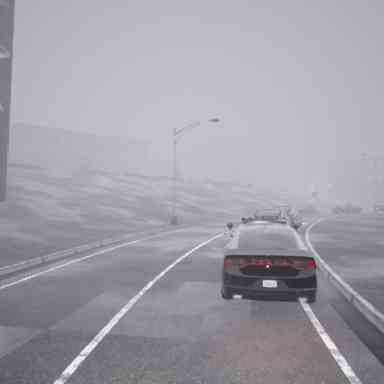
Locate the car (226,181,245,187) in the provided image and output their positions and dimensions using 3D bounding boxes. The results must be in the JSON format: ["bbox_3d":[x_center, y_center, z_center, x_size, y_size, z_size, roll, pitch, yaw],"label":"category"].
[{"bbox_3d":[7.871,-1.379,67.818,4.792,1.488,2.163,4,-6,-44],"label":"car"}]

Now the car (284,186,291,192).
[{"bbox_3d":[23.017,-0.424,83.998,2.435,2.045,5.566,-4,-6,41],"label":"car"}]

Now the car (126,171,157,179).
[{"bbox_3d":[-8.711,-2.484,52.885,4.892,1.521,2.231,3,-5,-39],"label":"car"}]

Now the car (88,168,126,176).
[{"bbox_3d":[-12.993,-2.712,49.409,4.892,1.521,2.231,3,-5,-39],"label":"car"}]

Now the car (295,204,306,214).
[{"bbox_3d":[6.391,1.680,22.935,1.837,1.490,4.892,-2,-1,25],"label":"car"}]

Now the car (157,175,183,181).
[{"bbox_3d":[-4.473,-2.191,56.454,4.674,1.452,2.002,3,-5,-40],"label":"car"}]

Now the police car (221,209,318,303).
[{"bbox_3d":[1.835,1.452,8.506,1.930,1.638,5.238,-1,0,10],"label":"police car"}]

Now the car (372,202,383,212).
[{"bbox_3d":[28.536,2.274,49.320,4.674,1.442,1.812,1,-4,-38],"label":"car"}]

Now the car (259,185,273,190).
[{"bbox_3d":[15.511,-0.840,75.630,2.231,1.521,4.892,-4,-6,44],"label":"car"}]

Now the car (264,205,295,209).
[{"bbox_3d":[4.221,1.613,17.634,1.837,1.490,4.892,-1,-1,19],"label":"car"}]

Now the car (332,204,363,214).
[{"bbox_3d":[19.681,2.147,42.051,4.718,1.301,1.895,1,-4,-40],"label":"car"}]

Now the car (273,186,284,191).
[{"bbox_3d":[19.311,-0.645,79.790,2.185,1.767,4.553,-4,-6,42],"label":"car"}]

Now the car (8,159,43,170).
[{"bbox_3d":[-21.493,-3.265,42.540,4.553,1.767,2.185,3,-5,-39],"label":"car"}]

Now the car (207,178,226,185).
[{"bbox_3d":[3.750,-1.821,63.860,4.553,1.767,2.185,4,-6,-42],"label":"car"}]

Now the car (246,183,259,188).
[{"bbox_3d":[11.767,-1.086,71.716,2.002,1.452,4.674,-4,-6,45],"label":"car"}]

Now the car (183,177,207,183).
[{"bbox_3d":[-0.313,-1.966,60.118,5.008,1.535,2.097,4,-5,-41],"label":"car"}]

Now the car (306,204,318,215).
[{"bbox_3d":[13.777,2.195,41.169,2.033,1.411,5.357,-4,-4,43],"label":"car"}]
